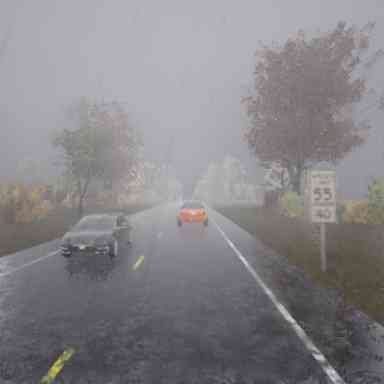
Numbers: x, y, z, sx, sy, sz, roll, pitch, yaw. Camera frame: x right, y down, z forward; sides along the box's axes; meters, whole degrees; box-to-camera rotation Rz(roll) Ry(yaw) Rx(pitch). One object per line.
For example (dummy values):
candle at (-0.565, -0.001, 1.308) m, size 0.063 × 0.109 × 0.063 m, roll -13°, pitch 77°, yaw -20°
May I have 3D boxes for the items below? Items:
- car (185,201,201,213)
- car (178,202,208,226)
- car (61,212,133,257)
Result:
car at (0.111, 1.914, 42.869) m, size 1.895 × 1.301 × 4.718 m, roll 0°, pitch -1°, yaw 0°
car at (0.090, 1.514, 24.803) m, size 2.097 × 1.767 × 4.553 m, roll 0°, pitch 0°, yaw 1°
car at (-3.583, 1.585, 13.292) m, size 1.837 × 1.490 × 4.892 m, roll 0°, pitch 0°, yaw 0°
